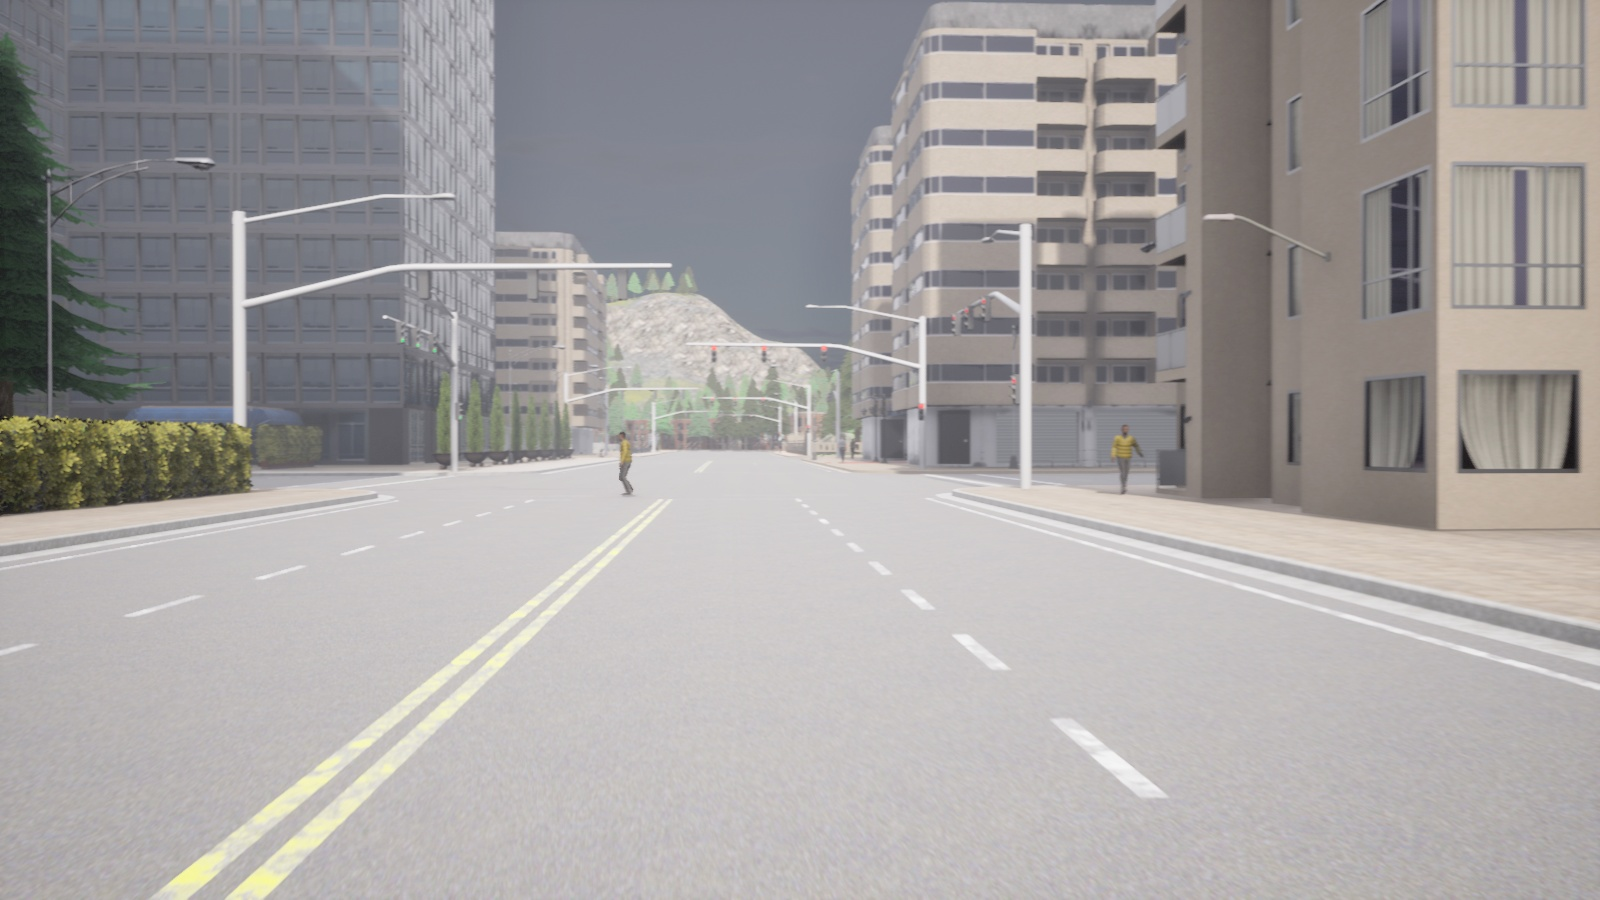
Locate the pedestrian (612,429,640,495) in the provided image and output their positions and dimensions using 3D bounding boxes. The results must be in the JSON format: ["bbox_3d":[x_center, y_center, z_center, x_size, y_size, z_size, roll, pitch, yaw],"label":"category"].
[{"bbox_3d":[-4.821,0.330,34.784,0.709,1.840,0.431,0,0,4],"label":"pedestrian"}]

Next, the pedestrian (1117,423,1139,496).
[{"bbox_3d":[8.376,0.235,32.079,0.431,1.840,0.709,0,0,4],"label":"pedestrian"}]
